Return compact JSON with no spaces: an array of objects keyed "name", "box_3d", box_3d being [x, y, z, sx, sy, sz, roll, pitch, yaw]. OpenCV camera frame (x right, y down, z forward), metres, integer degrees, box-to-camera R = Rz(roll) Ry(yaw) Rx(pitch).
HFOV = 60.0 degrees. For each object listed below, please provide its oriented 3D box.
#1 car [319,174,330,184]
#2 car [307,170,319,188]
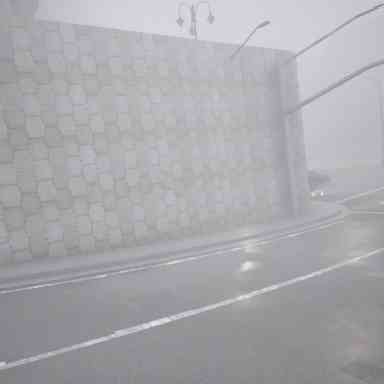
[{"name":"car","box_3d":[10.712,-1.344,31.800,1.837,1.490,4.892,-11,6,-34]},{"name":"car","box_3d":[8.044,-0.739,29.593,2.033,1.411,5.357,-11,7,-35]}]
